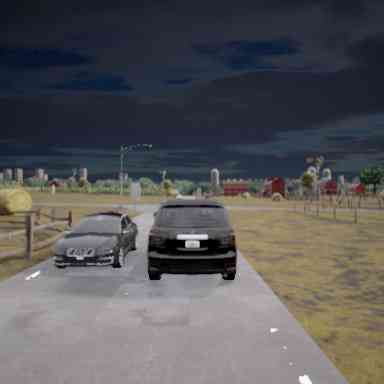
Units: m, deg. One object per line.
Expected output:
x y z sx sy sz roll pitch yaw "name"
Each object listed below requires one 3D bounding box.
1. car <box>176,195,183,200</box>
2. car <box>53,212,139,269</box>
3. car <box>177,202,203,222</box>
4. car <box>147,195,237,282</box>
-3.437 1.465 91.347 1.812 1.442 4.674 0 0 0 "car"
-2.961 1.478 11.155 1.837 1.490 4.892 0 0 -1 "car"
-0.192 1.550 26.841 1.895 1.301 4.718 0 0 -1 "car"
-0.014 1.199 9.859 2.150 2.045 5.566 0 0 0 "car"
